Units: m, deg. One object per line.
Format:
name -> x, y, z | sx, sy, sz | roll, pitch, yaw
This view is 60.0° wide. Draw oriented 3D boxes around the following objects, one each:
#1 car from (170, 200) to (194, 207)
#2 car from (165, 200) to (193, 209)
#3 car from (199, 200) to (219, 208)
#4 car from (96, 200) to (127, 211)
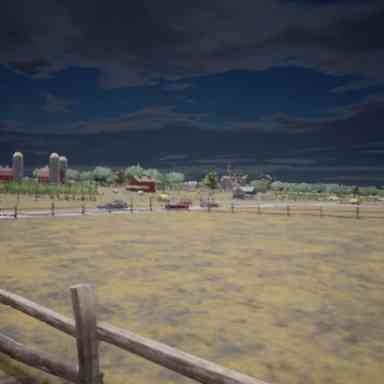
car -> -1.863, 2.077, 61.201 | 1.895, 1.301, 4.718 | 2, 0, 36
car -> -2.337, 2.283, 55.753 | 1.895, 1.301, 4.718 | 2, 0, 36
car -> 3.302, 2.350, 63.689 | 2.128, 1.511, 4.902 | 2, 0, 36
car -> -11.501, 1.884, 47.929 | 1.837, 1.490, 4.892 | 2, 1, 36
